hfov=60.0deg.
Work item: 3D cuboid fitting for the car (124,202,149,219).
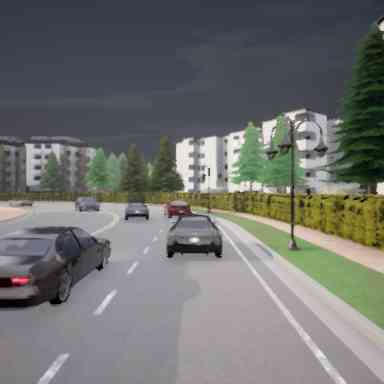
[{"bbox_3d":[-4.760,1.525,28.382,1.994,1.385,4.181,0,0,-12],"label":"car"}]

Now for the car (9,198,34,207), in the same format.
[{"bbox_3d":[-25.026,1.534,48.763,4.718,1.301,1.895,0,0,41],"label":"car"}]

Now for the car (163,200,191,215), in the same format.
[{"bbox_3d":[-1.382,1.437,29.364,1.882,1.535,5.008,0,0,-12],"label":"car"}]

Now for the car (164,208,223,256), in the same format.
[{"bbox_3d":[0.081,1.546,12.970,1.994,1.385,4.181,0,0,0],"label":"car"}]

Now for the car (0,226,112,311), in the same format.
[{"bbox_3d":[-3.433,1.537,8.025,2.033,1.411,5.357,0,0,0],"label":"car"}]

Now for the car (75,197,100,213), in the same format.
[{"bbox_3d":[-11.711,1.300,37.201,2.097,1.767,4.553,0,0,-28],"label":"car"}]
